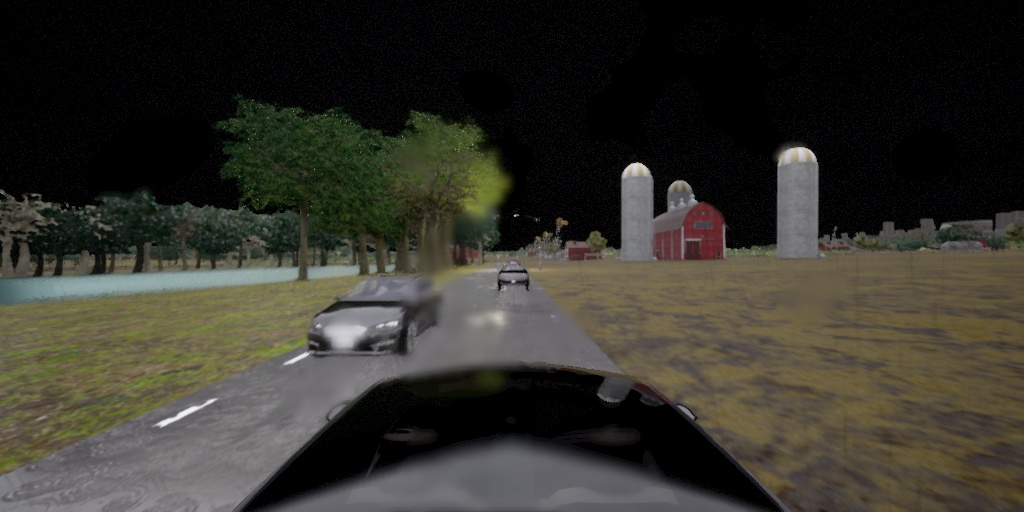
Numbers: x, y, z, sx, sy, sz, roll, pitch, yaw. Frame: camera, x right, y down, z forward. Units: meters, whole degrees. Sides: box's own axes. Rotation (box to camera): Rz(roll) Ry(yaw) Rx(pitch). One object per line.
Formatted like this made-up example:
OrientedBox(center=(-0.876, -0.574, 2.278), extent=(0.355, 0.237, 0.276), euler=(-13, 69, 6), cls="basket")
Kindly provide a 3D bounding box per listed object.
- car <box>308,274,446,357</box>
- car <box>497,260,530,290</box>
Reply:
OrientedBox(center=(-2.840, 1.216, 8.546), extent=(2.128, 1.511, 4.902), euler=(0, 0, 0), cls="car")
OrientedBox(center=(0.087, 1.195, 22.052), extent=(2.128, 1.511, 4.902), euler=(0, 0, 0), cls="car")
